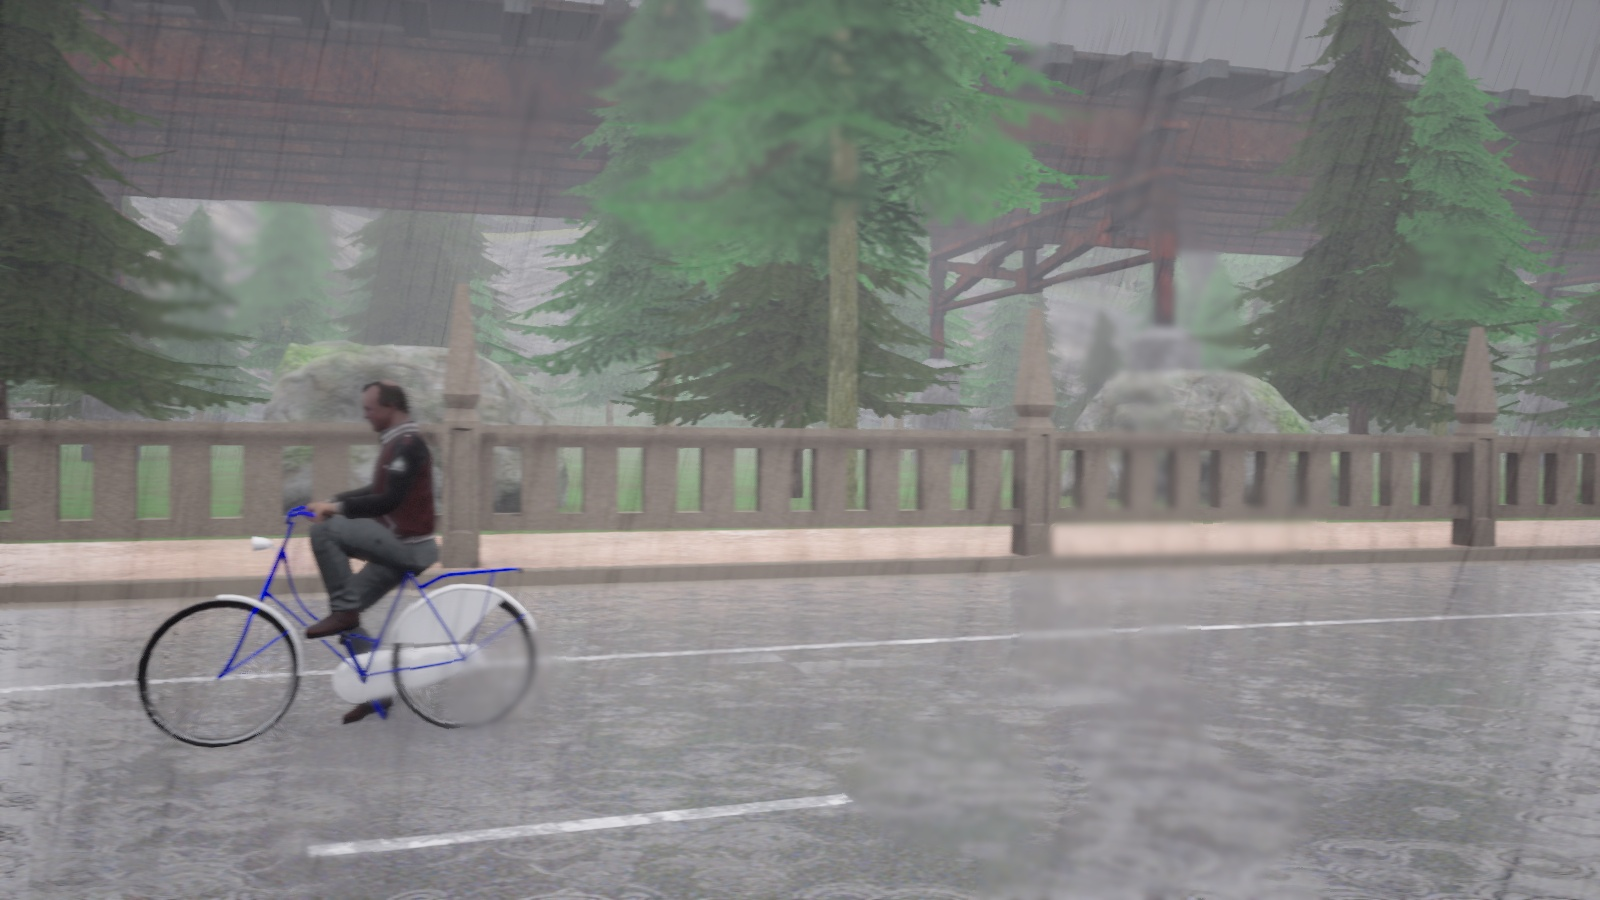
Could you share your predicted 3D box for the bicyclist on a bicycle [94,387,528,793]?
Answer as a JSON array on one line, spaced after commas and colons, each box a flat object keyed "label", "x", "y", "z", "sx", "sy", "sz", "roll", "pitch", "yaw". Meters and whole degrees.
[{"label": "bicyclist on a bicycle", "x": -2.315, "y": 0.593, "z": 6.106, "sx": 1.843, "sy": 1.776, "sz": 0.659, "roll": -1, "pitch": 2, "yaw": -21}]
